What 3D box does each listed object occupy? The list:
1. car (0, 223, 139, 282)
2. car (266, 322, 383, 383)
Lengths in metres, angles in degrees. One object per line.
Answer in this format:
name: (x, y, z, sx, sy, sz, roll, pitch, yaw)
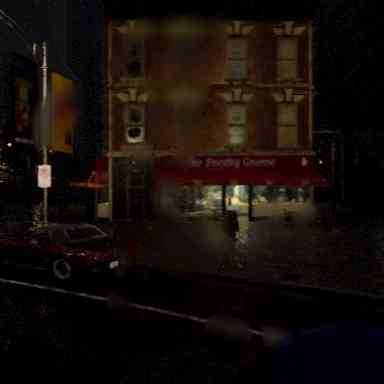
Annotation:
car: (-3.948, 1.569, 9.592, 4.718, 1.301, 1.895, 0, 0, 29)
car: (2.705, 1.504, 1.858, 4.674, 1.442, 1.812, 0, 0, 36)
